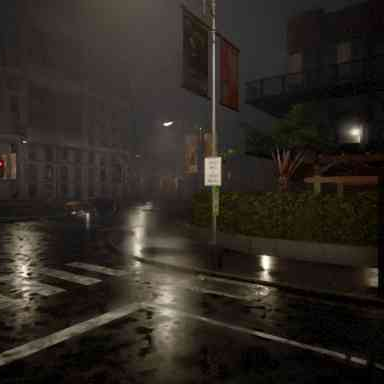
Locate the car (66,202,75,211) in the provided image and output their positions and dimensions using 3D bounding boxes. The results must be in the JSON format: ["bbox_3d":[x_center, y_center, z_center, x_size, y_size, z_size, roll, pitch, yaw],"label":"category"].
[{"bbox_3d":[-13.050,1.478,40.877,1.882,1.535,5.008,0,0,35],"label":"car"}]

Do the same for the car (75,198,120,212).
[{"bbox_3d":[-10.553,1.505,38.334,1.837,1.490,4.892,0,0,36],"label":"car"}]
